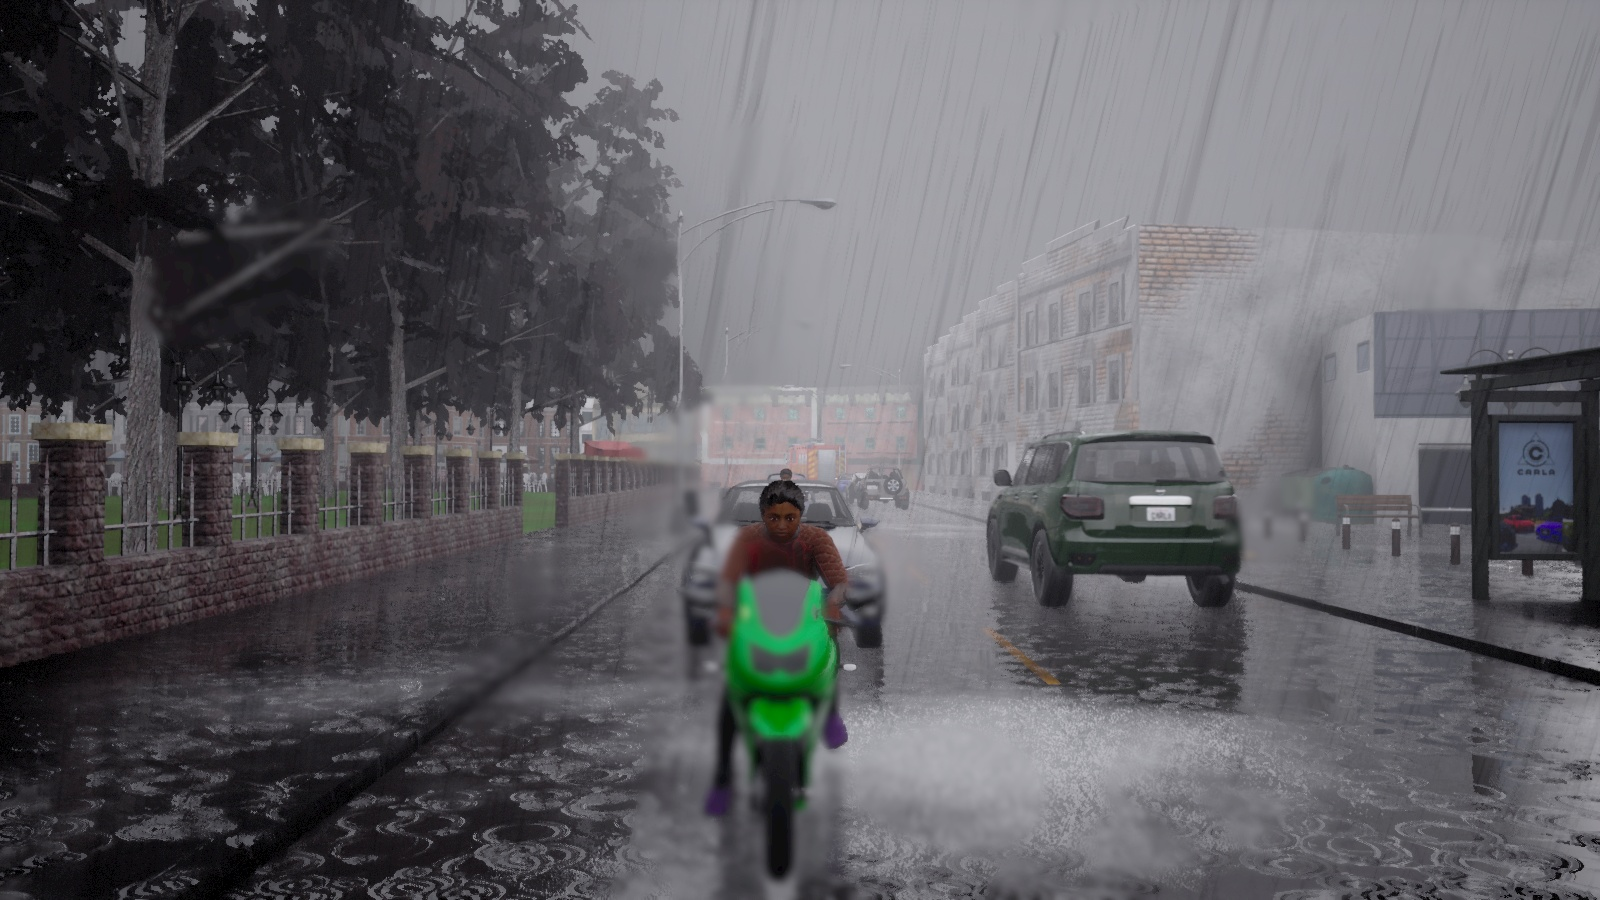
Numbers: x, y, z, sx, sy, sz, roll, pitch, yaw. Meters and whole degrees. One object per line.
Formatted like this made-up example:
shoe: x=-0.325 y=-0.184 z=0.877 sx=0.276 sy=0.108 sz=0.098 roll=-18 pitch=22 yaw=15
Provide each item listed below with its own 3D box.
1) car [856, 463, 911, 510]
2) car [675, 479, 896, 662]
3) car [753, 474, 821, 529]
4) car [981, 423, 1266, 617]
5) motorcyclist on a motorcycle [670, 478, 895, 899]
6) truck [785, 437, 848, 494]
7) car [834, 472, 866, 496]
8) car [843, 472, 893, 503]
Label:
car: x=3.449 y=1.496 z=52.461 sx=1.932 sy=1.855 sz=4.605 roll=0 pitch=-1 yaw=0
car: x=-0.140 y=1.037 z=12.438 sx=1.816 sy=1.474 sz=4.193 roll=0 pitch=-1 yaw=-1
car: x=-0.372 y=1.435 z=36.138 sx=1.845 sy=1.501 sz=3.633 roll=0 pitch=-1 yaw=-1
car: x=3.823 y=0.787 z=16.068 sx=2.150 sy=2.045 sz=5.566 roll=0 pitch=-1 yaw=-1
motorcyclist on a motorcycle: x=-0.073 y=0.890 z=5.518 sx=0.797 sy=1.523 sz=2.044 roll=0 pitch=-1 yaw=-1
truck: x=1.069 y=1.141 z=89.532 sx=2.891 sy=3.827 sz=8.468 roll=0 pitch=-1 yaw=-10
car: x=3.144 y=2.156 z=80.022 sx=1.816 sy=1.474 sz=4.193 roll=0 pitch=-1 yaw=-1
car: x=3.337 y=1.852 z=62.729 sx=2.163 sy=1.488 sz=4.792 roll=0 pitch=-1 yaw=-1
